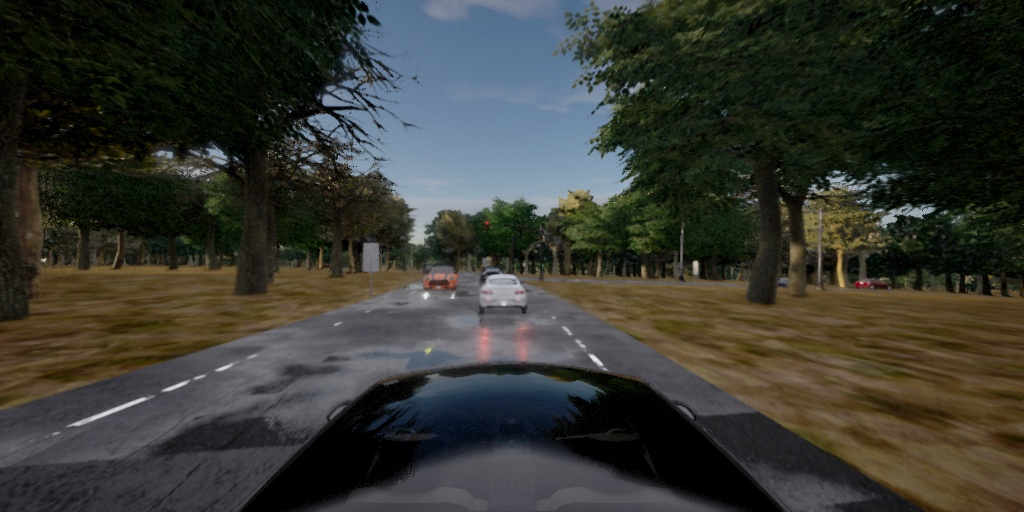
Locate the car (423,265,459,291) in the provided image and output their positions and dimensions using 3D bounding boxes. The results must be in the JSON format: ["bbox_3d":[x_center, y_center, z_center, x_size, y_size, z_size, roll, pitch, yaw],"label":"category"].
[{"bbox_3d":[-4.807,1.443,24.875,2.097,1.767,4.553,0,-1,-5],"label":"car"}]

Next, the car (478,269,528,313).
[{"bbox_3d":[-0.411,1.465,14.912,1.812,1.442,4.674,0,-1,-3],"label":"car"}]

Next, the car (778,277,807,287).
[{"bbox_3d":[39.377,3.760,50.918,4.181,1.385,1.994,3,-2,-8],"label":"car"}]

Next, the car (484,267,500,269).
[{"bbox_3d":[-1.634,1.654,29.030,1.837,1.490,4.892,0,-1,-6],"label":"car"}]
